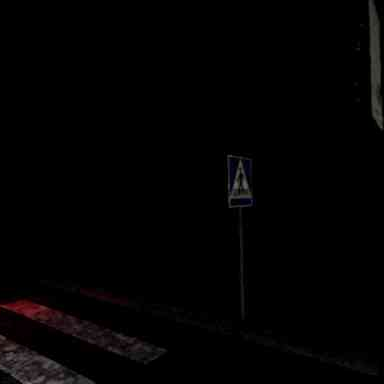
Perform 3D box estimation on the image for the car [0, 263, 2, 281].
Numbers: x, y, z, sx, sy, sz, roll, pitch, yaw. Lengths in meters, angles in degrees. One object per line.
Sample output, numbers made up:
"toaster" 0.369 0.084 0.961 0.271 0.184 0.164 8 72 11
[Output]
"car" -6.268 1.586 7.846 4.674 1.442 1.812 0 0 35
